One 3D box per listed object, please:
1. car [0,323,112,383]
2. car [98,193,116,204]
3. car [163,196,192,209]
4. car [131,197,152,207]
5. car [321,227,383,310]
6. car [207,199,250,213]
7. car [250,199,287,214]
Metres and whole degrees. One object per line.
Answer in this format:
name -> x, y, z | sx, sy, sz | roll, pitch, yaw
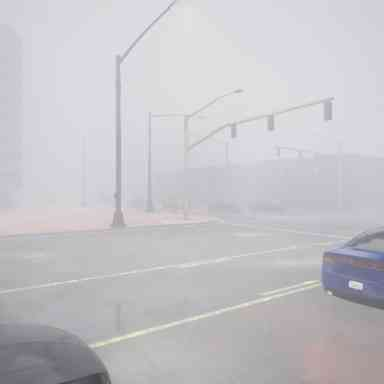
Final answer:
car -> -2.842, 1.505, 1.727 | 4.892, 1.490, 1.837 | 0, 0, -35
car -> -16.599, 1.223, 64.843 | 2.150, 2.045, 5.566 | 0, 0, -35
car -> -1.994, 1.352, 44.219 | 2.097, 1.767, 4.553 | 0, 0, -35
car -> -7.979, 1.492, 52.621 | 2.128, 1.511, 4.902 | 0, 0, -35
car -> 4.890, 1.478, 7.235 | 5.008, 1.535, 1.882 | 0, 0, -35
car -> 3.602, 1.492, 36.379 | 2.128, 1.511, 4.902 | 0, 0, -35
car -> 8.125, 1.526, 36.095 | 1.812, 1.442, 4.674 | 0, 0, -35
